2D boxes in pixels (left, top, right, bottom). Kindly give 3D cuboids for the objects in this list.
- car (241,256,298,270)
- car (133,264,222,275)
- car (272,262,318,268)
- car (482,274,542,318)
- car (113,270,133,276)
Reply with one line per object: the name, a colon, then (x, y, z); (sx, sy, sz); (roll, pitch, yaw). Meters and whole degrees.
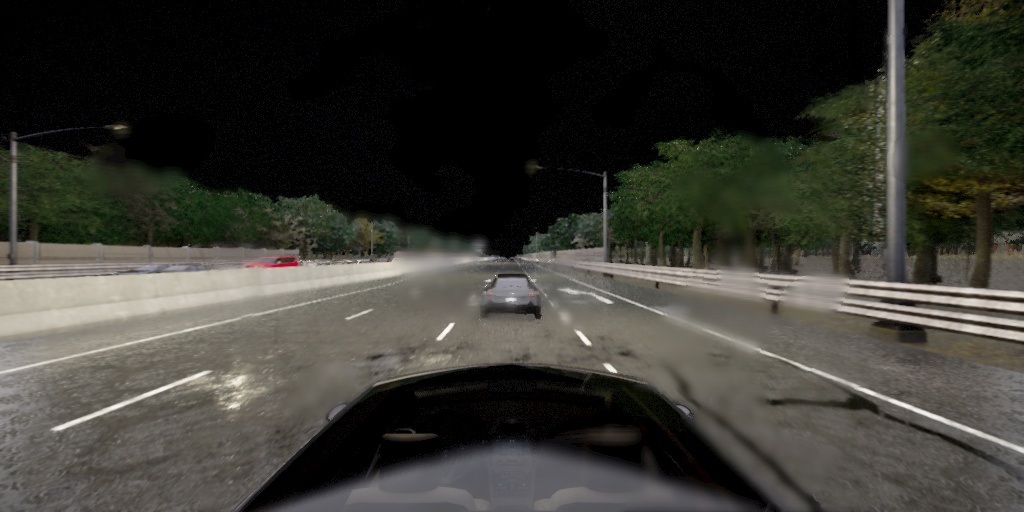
car: (-21.106, 1.020, 31.631); (2.150, 2.045, 5.566); (0, 0, 0)
car: (-24.611, 1.339, 27.093); (2.033, 1.411, 5.357); (0, 0, 0)
car: (-17.608, 1.397, 30.325); (1.895, 1.301, 4.718); (0, 0, 0)
car: (-0.005, 1.325, 13.093); (1.994, 1.385, 4.181); (0, 0, 0)
car: (-28.107, 1.341, 28.470); (2.033, 1.411, 5.357); (0, 0, 0)
